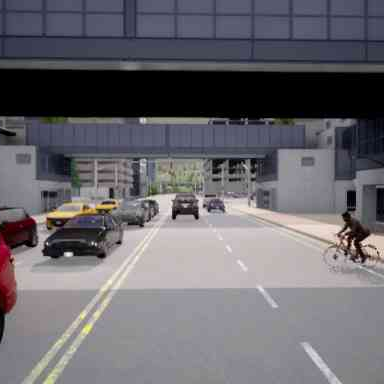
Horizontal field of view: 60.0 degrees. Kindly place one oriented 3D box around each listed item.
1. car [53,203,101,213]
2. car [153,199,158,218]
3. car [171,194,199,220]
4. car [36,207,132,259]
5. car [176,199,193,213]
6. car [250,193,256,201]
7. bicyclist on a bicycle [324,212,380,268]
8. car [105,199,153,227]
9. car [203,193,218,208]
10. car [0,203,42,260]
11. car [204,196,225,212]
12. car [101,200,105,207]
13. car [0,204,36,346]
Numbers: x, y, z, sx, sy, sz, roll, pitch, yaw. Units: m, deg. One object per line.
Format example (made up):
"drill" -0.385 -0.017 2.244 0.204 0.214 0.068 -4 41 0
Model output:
"car" -7.583 1.472 21.233 1.882 1.535 5.008 0 0 -1
"car" -4.145 1.519 27.455 1.812 1.442 4.674 0 0 -1
"car" -0.564 1.214 28.211 2.150 2.045 5.566 0 0 -1
"car" -3.887 1.544 12.943 2.033 1.411 5.357 0 0 -2
"car" -0.828 1.516 37.908 1.812 1.442 4.674 0 0 -1
"car" 14.742 1.132 77.916 1.932 1.855 4.605 0 0 -2
"bicyclist on a bicycle" 4.641 1.421 9.667 1.656 1.620 0.582 0 0 -1
"car" -4.111 1.346 22.416 2.097 1.767 4.553 0 0 -1
"car" 2.821 1.209 47.498 2.150 2.045 5.566 0 0 8
"car" -7.359 1.348 11.834 2.097 1.767 4.553 0 0 -1
"car" 2.668 1.516 37.993 1.812 1.442 4.674 0 0 -1
"car" -7.810 1.469 31.707 1.882 1.535 5.008 0 0 -1
"car" -3.624 1.221 2.706 2.150 2.045 5.566 0 0 -2
